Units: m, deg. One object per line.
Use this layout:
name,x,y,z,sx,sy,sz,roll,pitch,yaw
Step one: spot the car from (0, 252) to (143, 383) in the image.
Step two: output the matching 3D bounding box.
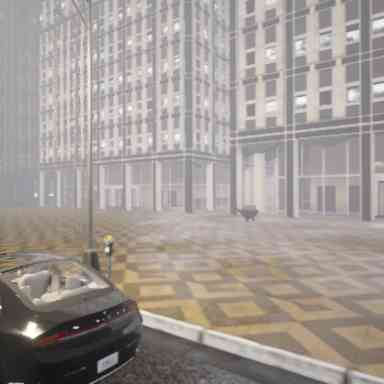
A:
car,-2.663,1.558,4.776,4.403,1.369,2.008,0,0,36
